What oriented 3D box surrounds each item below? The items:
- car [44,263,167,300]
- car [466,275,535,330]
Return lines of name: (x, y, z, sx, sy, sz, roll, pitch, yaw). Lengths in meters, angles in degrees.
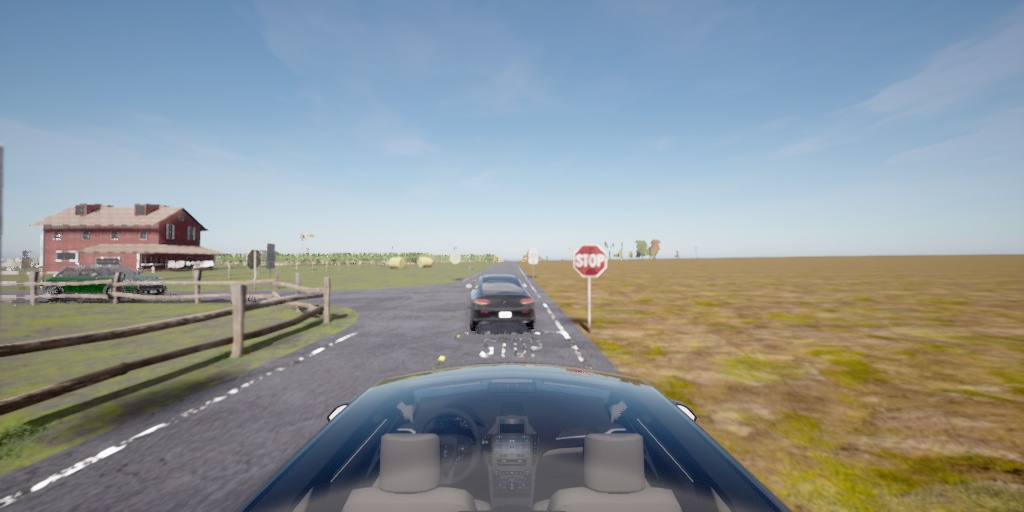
car: (-20.410, 1.248, 18.177, 4.553, 1.767, 2.097, 0, -1, 0)
car: (-0.451, 1.309, 11.269, 1.812, 1.442, 4.674, 0, 0, -7)
